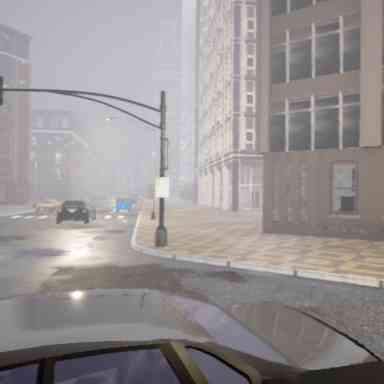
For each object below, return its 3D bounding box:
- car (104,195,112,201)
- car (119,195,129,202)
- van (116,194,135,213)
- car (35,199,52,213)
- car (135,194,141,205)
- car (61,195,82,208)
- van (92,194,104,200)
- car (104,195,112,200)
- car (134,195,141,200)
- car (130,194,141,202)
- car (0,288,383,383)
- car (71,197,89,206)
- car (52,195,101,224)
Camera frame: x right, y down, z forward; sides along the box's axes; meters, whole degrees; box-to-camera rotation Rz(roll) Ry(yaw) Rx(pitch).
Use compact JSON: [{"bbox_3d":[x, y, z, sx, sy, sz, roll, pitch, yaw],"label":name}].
[{"bbox_3d":[-22.105,1.371,85.210,1.967,1.590,4.097,1,0,-8],"label":"car"},{"bbox_3d":[-15.567,1.445,76.685,1.882,1.535,5.008,1,0,-8],"label":"car"},{"bbox_3d":[-7.479,1.310,36.785,1.690,1.788,3.998,1,0,-8],"label":"van"},{"bbox_3d":[-15.265,1.400,35.542,1.752,1.417,4.829,1,0,-8],"label":"car"},{"bbox_3d":[-10.512,1.522,58.787,1.887,1.381,4.507,1,0,-8],"label":"car"},{"bbox_3d":[-16.802,1.316,46.712,1.967,1.590,4.097,1,0,-8],"label":"car"},{"bbox_3d":[-19.830,1.234,68.713,1.690,1.788,3.998,1,0,-8],"label":"van"},{"bbox_3d":[-22.865,1.532,90.711,1.802,1.307,4.206,1,0,-8],"label":"car"},{"bbox_3d":[-15.058,1.610,91.785,1.947,1.339,4.313,1,0,-8],"label":"car"},{"bbox_3d":[-12.783,1.309,75.290,2.192,1.841,5.009,1,0,-8],"label":"car"},{"bbox_3d":[-1.120,1.518,2.227,5.357,1.411,2.033,-1,1,-22],"label":"car"},{"bbox_3d":[-17.561,1.445,52.213,1.947,1.339,4.313,1,0,-8],"label":"car"},{"bbox_3d":[-8.226,1.297,24.102,2.097,1.767,4.553,1,0,-8],"label":"car"}]
